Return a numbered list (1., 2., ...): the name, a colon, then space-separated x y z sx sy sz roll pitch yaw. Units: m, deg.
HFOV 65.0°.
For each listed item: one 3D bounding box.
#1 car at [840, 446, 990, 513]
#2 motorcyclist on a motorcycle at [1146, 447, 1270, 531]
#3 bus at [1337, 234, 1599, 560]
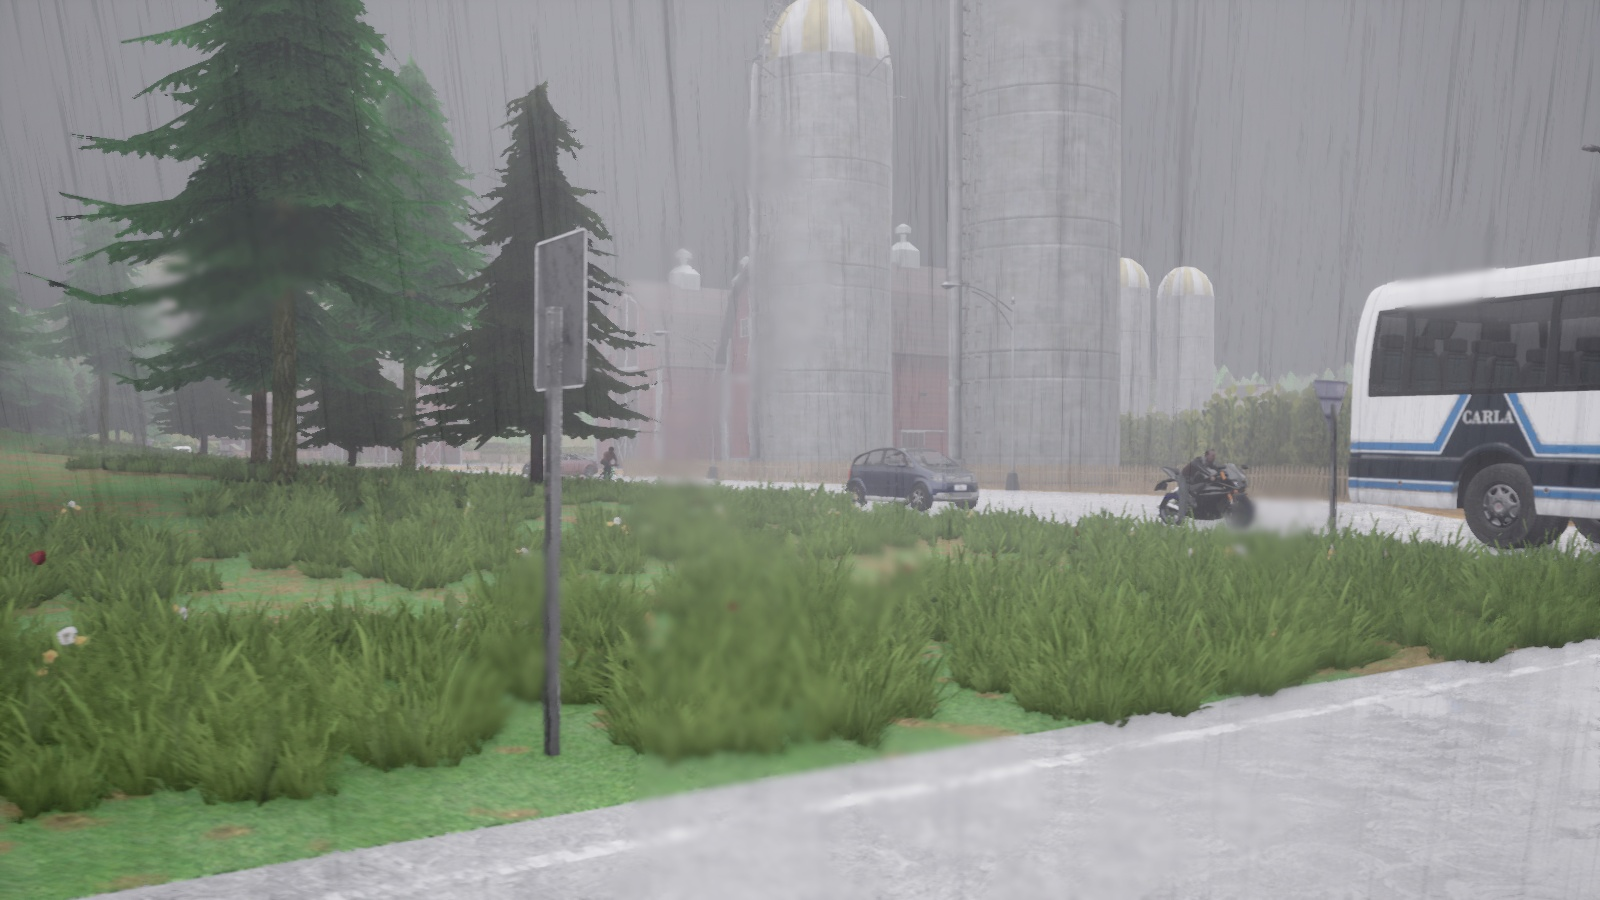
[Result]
1. car: 2.813 0.698 31.384 1.789 1.549 3.705 0 0 -34
2. motorcyclist on a motorcycle: 7.790 0.726 24.087 0.866 1.530 2.191 0 0 -34
3. bus: 12.516 -0.662 16.460 3.944 4.253 10.273 1 1 -21
